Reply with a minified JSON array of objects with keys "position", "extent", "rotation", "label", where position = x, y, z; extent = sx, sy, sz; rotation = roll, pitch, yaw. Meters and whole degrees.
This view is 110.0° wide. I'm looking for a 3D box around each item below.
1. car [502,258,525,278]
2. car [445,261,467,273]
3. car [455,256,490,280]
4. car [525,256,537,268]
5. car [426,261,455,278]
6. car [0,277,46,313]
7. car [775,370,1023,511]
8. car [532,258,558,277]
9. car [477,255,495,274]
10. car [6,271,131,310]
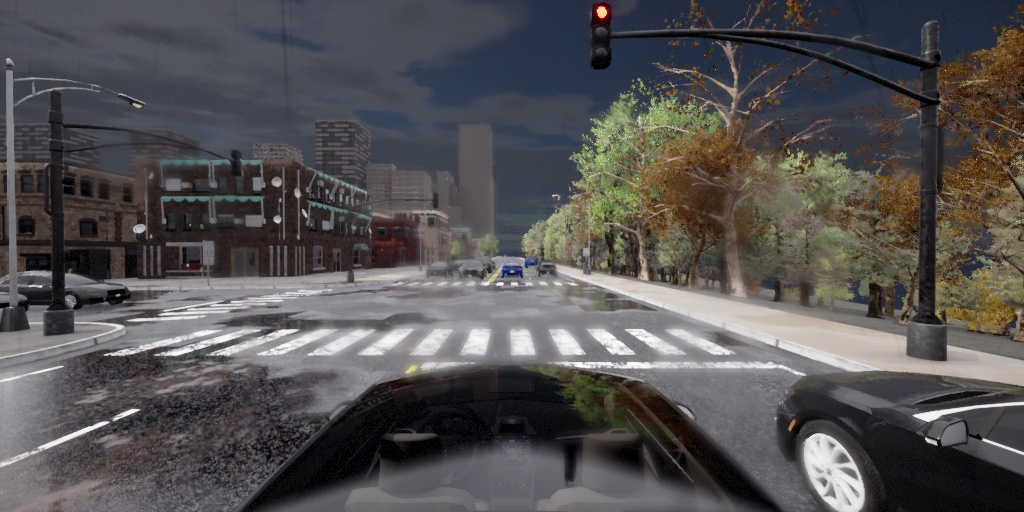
[{"position":[0.030,1.216,34.480],"extent":[1.882,1.535,5.008],"rotation":[0,0,0],"label":"car"},{"position":[-6.672,1.336,43.502],"extent":[1.895,1.301,4.718],"rotation":[0,0,0],"label":"car"},{"position":[-3.405,1.092,31.712],"extent":[2.097,1.767,4.553],"rotation":[0,0,0],"label":"car"},{"position":[3.227,0.949,59.468],"extent":[2.150,2.045,5.566],"rotation":[0,0,0],"label":"car"},{"position":[-6.656,1.217,33.540],"extent":[1.882,1.535,5.008],"rotation":[0,0,0],"label":"car"},{"position":[-19.970,1.564,12.656],"extent":[4.313,1.339,1.948],"rotation":[0,0,0],"label":"car"},{"position":[3.365,1.255,1.275],"extent":[1.837,1.490,4.892],"rotation":[0,0,-2],"label":"car"},{"position":[3.280,1.243,34.714],"extent":[1.837,1.490,4.892],"rotation":[0,0,0],"label":"car"},{"position":[-3.425,0.955,41.448],"extent":[2.150,2.045,5.566],"rotation":[0,0,0],"label":"car"},{"position":[-19.370,1.470,15.339],"extent":[4.892,1.490,1.837],"rotation":[-1,1,-2],"label":"car"}]
